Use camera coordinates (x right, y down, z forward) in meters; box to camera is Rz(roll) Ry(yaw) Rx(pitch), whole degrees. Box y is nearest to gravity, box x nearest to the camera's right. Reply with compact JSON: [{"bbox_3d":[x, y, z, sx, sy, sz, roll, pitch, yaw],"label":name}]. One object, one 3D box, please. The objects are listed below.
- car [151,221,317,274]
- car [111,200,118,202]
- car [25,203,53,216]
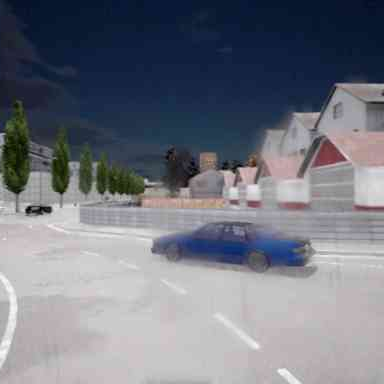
[{"bbox_3d":[1.221,1.673,11.023,5.357,1.411,2.033,-1,-1,32],"label":"car"},{"bbox_3d":[-17.192,2.482,74.307,1.994,1.385,4.181,0,-1,-3],"label":"car"},{"bbox_3d":[-19.045,2.129,41.654,2.128,1.511,4.902,0,-1,-3],"label":"car"}]
